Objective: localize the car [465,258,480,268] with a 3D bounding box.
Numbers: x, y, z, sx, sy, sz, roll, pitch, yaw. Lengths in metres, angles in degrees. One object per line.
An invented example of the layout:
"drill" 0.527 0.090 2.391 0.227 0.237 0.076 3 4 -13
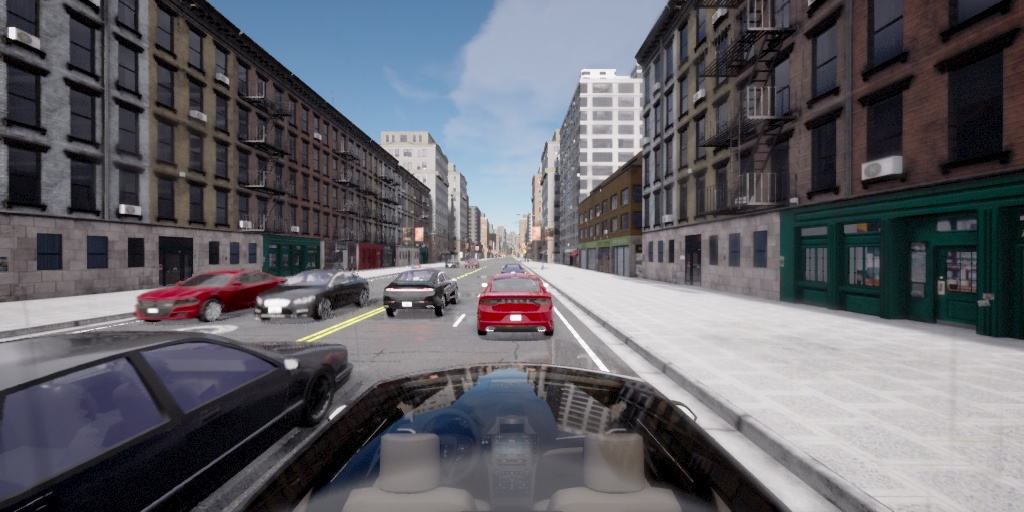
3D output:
"car" -6.536 1.122 59.196 2.097 1.767 4.553 0 0 0

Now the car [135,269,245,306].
"car" -9.858 1.227 12.339 1.882 1.535 5.008 0 0 0

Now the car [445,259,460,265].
"car" -9.787 1.263 59.049 2.128 1.511 4.902 0 0 0

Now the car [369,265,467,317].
"car" -3.160 1.241 13.216 2.128 1.511 4.902 0 0 0

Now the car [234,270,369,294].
"car" -6.609 1.241 12.448 2.128 1.511 4.902 0 0 0

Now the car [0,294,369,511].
"car" -3.145 1.297 2.581 2.033 1.411 5.357 0 0 0

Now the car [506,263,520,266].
"car" 0.082 1.319 30.814 1.994 1.385 4.181 0 0 0

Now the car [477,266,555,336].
"car" 0.093 1.227 10.475 1.882 1.535 5.008 0 0 0
